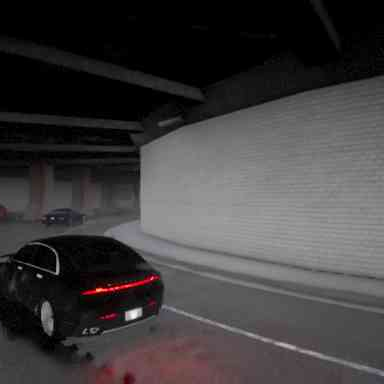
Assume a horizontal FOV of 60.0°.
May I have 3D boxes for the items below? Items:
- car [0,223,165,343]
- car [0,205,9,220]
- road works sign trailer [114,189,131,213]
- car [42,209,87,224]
[{"bbox_3d":[-2.562,1.639,6.819,1.837,1.490,4.892,0,0,-44],"label":"car"},{"bbox_3d":[-20.542,2.032,33.293,2.097,1.767,4.553,0,-1,6],"label":"car"},{"bbox_3d":[-10.278,1.392,50.718,2.380,3.560,2.880,-1,-1,21],"label":"road works sign trailer"},{"bbox_3d":[-10.368,2.074,27.403,2.033,1.411,5.357,0,-1,1],"label":"car"}]
